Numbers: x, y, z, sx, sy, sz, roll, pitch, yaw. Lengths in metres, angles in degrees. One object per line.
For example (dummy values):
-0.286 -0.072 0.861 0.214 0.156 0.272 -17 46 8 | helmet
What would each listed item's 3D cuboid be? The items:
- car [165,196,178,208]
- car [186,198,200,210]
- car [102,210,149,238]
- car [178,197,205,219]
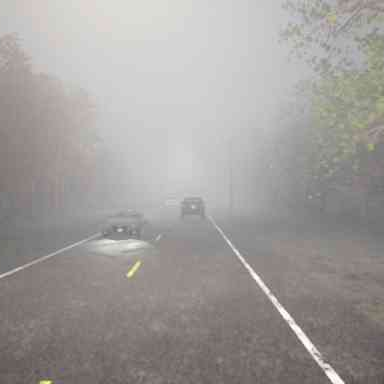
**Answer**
-3.523 1.740 59.723 2.150 2.045 5.566 0 0 1 | car
0.099 1.785 51.743 2.097 1.767 4.553 0 -1 0 | car
-3.598 1.721 18.551 1.994 1.385 4.181 0 0 0 | car
0.100 1.492 32.072 2.150 2.045 5.566 0 0 0 | car
